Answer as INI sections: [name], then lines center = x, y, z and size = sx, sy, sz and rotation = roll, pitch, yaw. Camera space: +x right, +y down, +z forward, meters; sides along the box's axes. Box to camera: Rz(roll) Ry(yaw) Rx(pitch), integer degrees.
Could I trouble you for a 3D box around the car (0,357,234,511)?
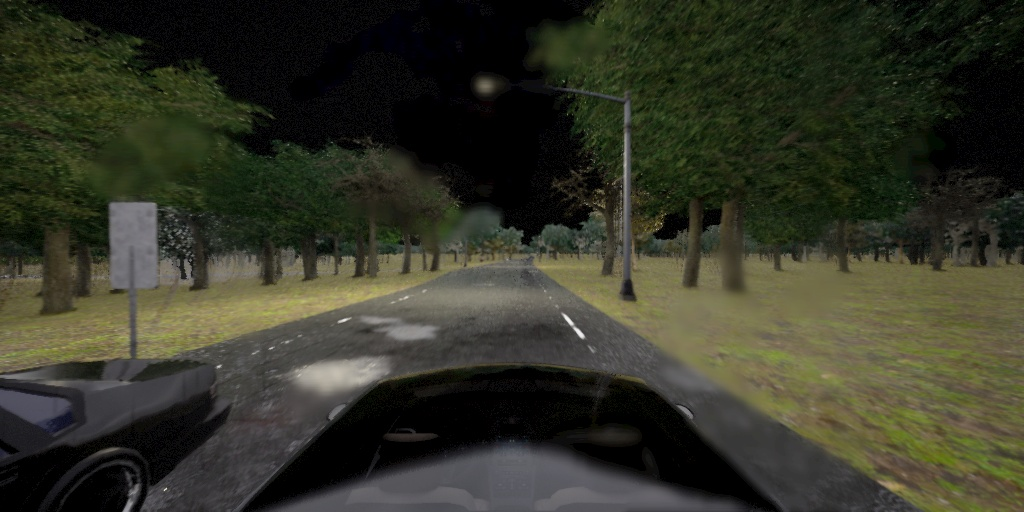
[car]
center = -3.597, 1.288, 1.028
size = 2.033, 1.411, 5.357
rotation = 0, 0, 0
